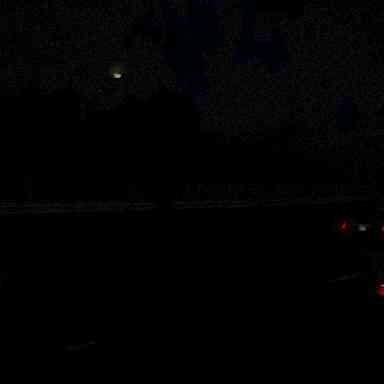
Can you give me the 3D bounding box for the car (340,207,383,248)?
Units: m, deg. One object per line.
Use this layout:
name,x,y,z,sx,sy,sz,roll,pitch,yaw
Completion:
car,8.198,1.417,13.775,4.553,1.767,2.097,0,0,-34
